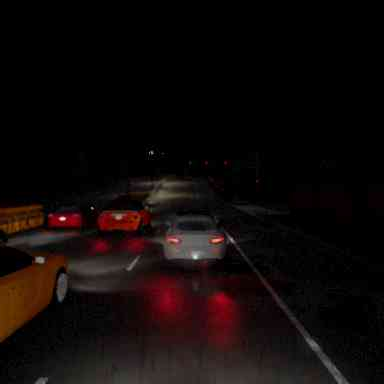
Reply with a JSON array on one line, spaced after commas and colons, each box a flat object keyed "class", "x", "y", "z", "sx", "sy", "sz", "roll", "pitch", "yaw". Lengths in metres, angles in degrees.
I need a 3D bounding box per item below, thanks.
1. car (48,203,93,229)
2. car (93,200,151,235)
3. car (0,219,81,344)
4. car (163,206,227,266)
[{"class": "car", "x": -6.917, "y": 1.366, "z": 19.809, "sx": 1.994, "sy": 1.385, "sz": 4.181, "roll": 0, "pitch": 1, "yaw": 0}, {"class": "car", "x": -3.415, "y": 1.175, "z": 17.613, "sx": 2.097, "sy": 1.767, "sz": 4.553, "roll": 0, "pitch": 1, "yaw": 0}, {"class": "car", "x": -3.403, "y": 1.430, "z": 4.738, "sx": 1.882, "sy": 1.535, "sz": 5.008, "roll": 0, "pitch": 0, "yaw": 0}, {"class": "car", "x": 0.088, "y": 1.415, "z": 10.968, "sx": 1.812, "sy": 1.442, "sz": 4.674, "roll": 0, "pitch": 1, "yaw": 0}]
